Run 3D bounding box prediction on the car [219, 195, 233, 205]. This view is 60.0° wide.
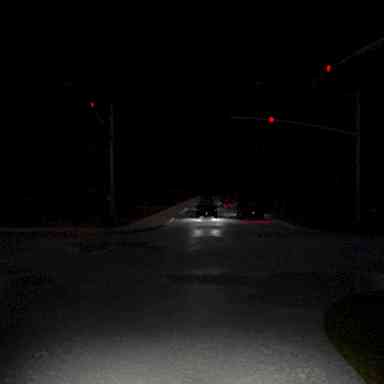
[{"bbox_3d":[6.341,1.554,59.053,1.895,1.301,4.718,0,0,3],"label":"car"}]

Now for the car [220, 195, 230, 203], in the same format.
[{"bbox_3d":[6.824,1.456,69.014,1.837,1.490,4.892,0,0,3],"label":"car"}]

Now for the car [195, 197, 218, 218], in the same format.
[{"bbox_3d":[1.315,1.485,29.750,1.812,1.442,4.674,0,0,3],"label":"car"}]

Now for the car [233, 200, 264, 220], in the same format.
[{"bbox_3d":[4.837,1.437,28.029,1.882,1.535,5.008,0,0,3],"label":"car"}]

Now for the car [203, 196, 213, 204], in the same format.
[{"bbox_3d":[3.046,1.453,63.358,1.837,1.490,4.892,0,0,3],"label":"car"}]
